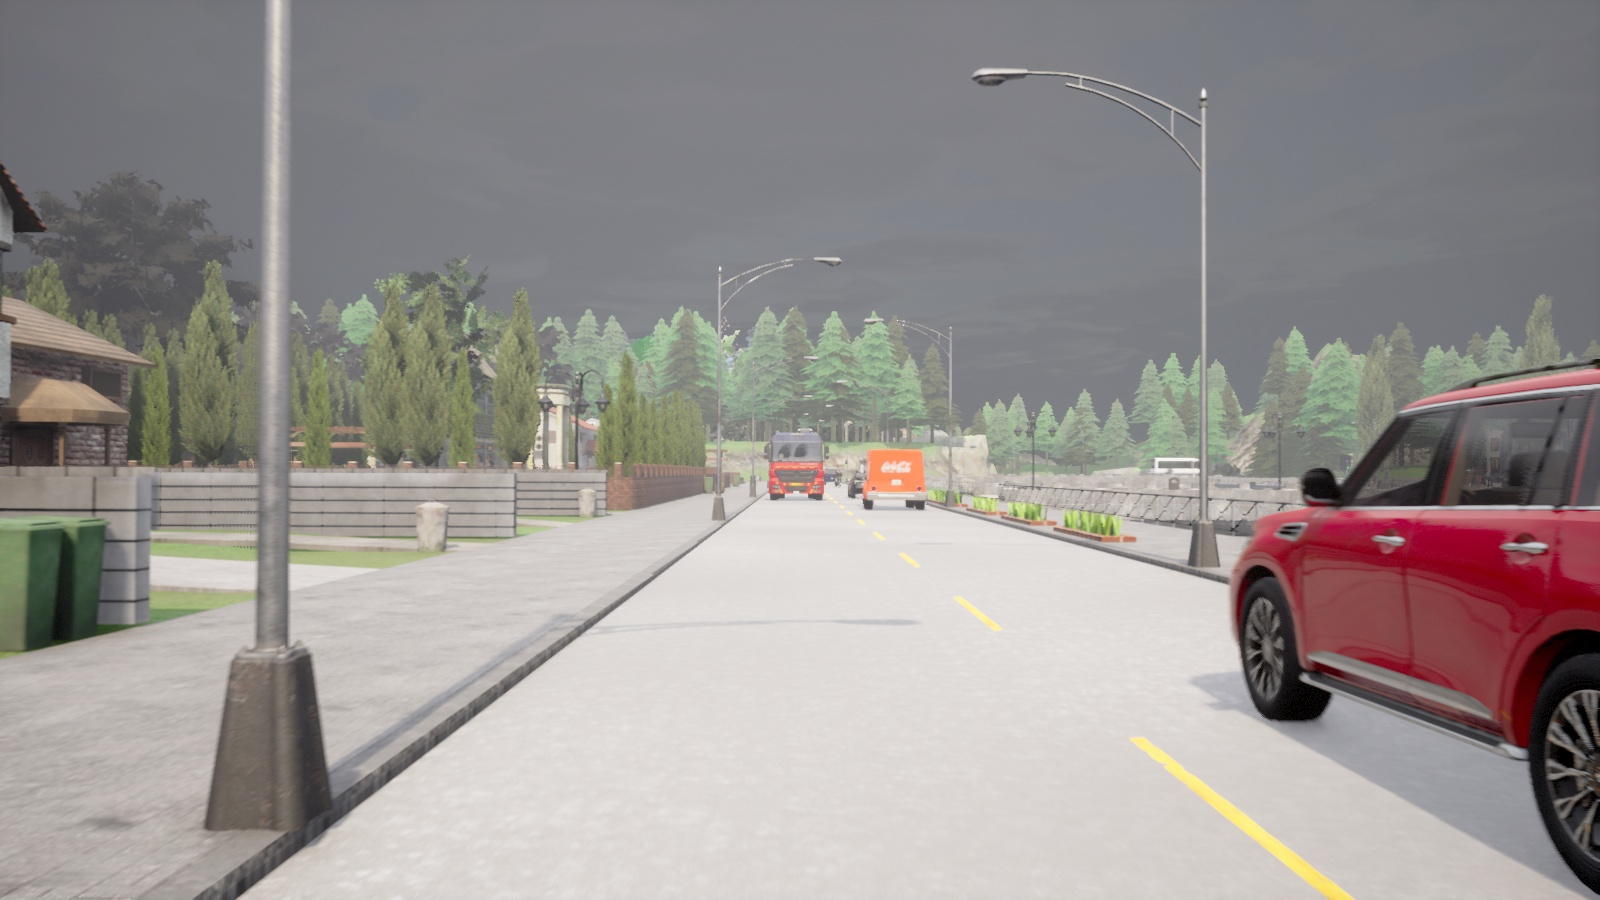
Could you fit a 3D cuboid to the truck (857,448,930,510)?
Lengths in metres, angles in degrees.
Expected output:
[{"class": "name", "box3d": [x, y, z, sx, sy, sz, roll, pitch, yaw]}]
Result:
[{"class": "truck", "box3d": [3.866, 1.199, 52.941, 2.627, 2.467, 5.204, 0, -1, 0]}]

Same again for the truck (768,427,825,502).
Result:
[{"class": "truck", "box3d": [-0.176, 0.798, 68.548, 2.891, 3.827, 8.468, 0, -1, 0]}]

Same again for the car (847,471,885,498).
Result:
[{"class": "car", "box3d": [3.816, 1.973, 73.364, 2.007, 1.525, 4.514, 0, -1, 0]}]

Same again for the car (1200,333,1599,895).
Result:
[{"class": "car", "box3d": [3.983, 0.623, 6.288, 2.150, 2.045, 5.566, 0, -1, 0]}]
